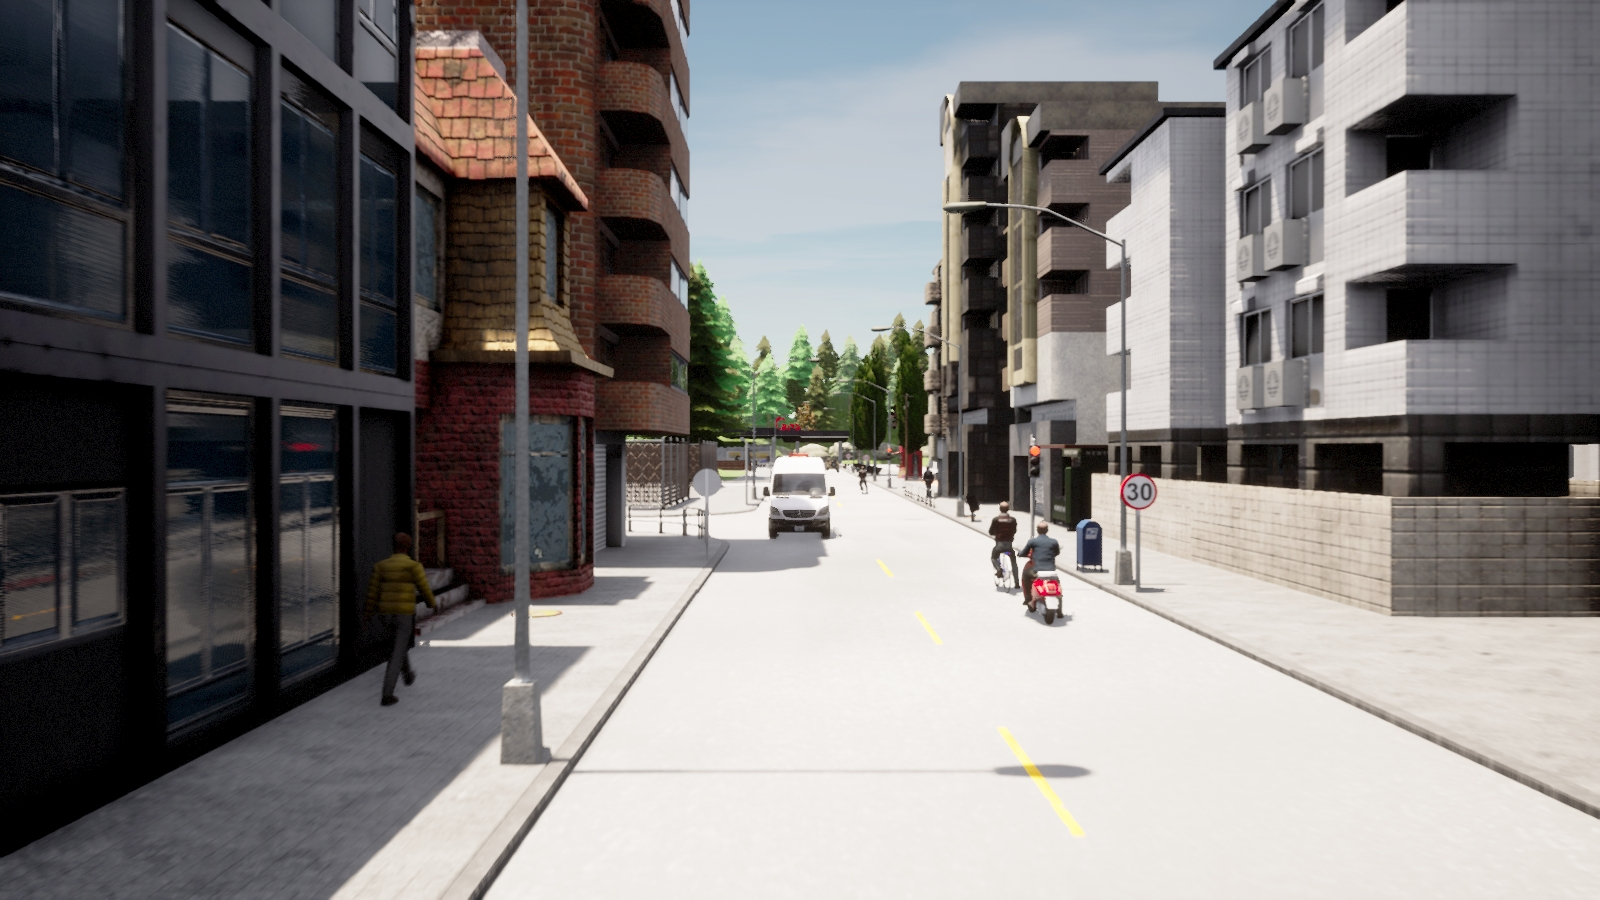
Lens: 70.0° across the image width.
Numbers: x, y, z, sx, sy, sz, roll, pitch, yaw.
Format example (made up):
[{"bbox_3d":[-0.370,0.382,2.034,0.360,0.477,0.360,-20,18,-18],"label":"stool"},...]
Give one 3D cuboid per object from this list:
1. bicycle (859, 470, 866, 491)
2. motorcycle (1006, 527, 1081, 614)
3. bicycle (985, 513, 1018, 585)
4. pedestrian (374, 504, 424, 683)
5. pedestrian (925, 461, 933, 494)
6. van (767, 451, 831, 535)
[{"bbox_3d":[3.941,1.940,72.516,0.329,1.271,1.835,0,0,0],"label":"bicycle"},{"bbox_3d":[4.003,1.962,18.927,0.856,1.236,1.805,0,0,0],"label":"motorcycle"},{"bbox_3d":[4.008,1.940,22.801,0.329,1.271,1.835,0,0,0],"label":"bicycle"},{"bbox_3d":[-4.290,1.523,12.227,0.375,1.860,0.375,0,0,7],"label":"pedestrian"},{"bbox_3d":[7.209,1.523,63.932,0.375,1.860,0.375,0,0,-6],"label":"pedestrian"},{"bbox_3d":[-0.034,1.314,38.035,1.988,2.561,5.915,0,0,0],"label":"van"}]
